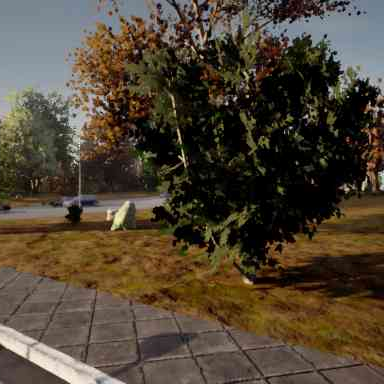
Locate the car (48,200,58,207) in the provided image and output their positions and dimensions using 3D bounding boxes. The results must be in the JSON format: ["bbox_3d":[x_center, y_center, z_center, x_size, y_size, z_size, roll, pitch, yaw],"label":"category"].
[{"bbox_3d":[-17.072,1.325,46.276,2.033,1.411,5.357,0,2,39],"label":"car"}]

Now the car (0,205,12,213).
[{"bbox_3d":[-21.777,1.646,34.907,1.895,1.301,4.718,0,1,39],"label":"car"}]

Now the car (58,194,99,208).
[{"bbox_3d":[-14.605,1.131,43.760,2.097,1.767,4.553,0,2,39],"label":"car"}]
